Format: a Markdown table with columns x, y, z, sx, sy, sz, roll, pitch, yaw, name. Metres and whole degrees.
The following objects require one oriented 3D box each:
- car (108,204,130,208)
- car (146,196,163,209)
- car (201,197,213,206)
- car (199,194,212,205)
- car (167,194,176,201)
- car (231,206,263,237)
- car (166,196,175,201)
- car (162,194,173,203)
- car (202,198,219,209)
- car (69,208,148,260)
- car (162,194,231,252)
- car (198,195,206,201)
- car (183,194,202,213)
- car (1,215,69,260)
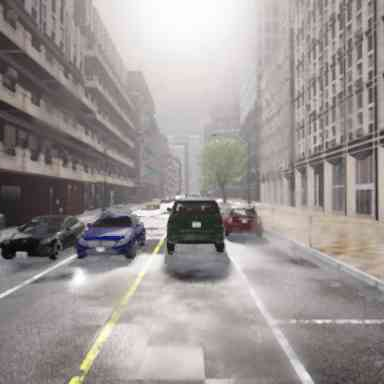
| x | y | z | sx | sy | sz | roll | pitch | yaw | name |
| --- | --- | --- | --- | --- | --- | --- | --- | --- | --- |
| -5.295 | 1.576 | 23.868 | 2.008 | 1.369 | 4.403 | 1 | 0 | 0 | car |
| -5.304 | 1.579 | 46.284 | 1.752 | 1.417 | 4.829 | 1 | 0 | 0 | car |
| 2.536 | 1.615 | 57.670 | 1.887 | 1.381 | 4.507 | 1 | 0 | 0 | car |
| 2.569 | 1.394 | 63.322 | 2.192 | 1.841 | 5.009 | 1 | 0 | 0 | car |
| -5.504 | 1.445 | 91.627 | 2.192 | 1.841 | 5.009 | 1 | 0 | 0 | car |
| 2.564 | 1.459 | 18.104 | 1.967 | 1.590 | 4.097 | 1 | 0 | 0 | car |
| -5.503 | 1.684 | 85.980 | 1.947 | 1.339 | 4.313 | 1 | 0 | 0 | car |
| -5.492 | 1.412 | 74.687 | 2.192 | 1.841 | 5.009 | 1 | 0 | 0 | car |
| 2.542 | 1.604 | 46.367 | 2.008 | 1.369 | 4.403 | 1 | 0 | 0 | car |
| -2.859 | 1.539 | 12.708 | 1.812 | 1.442 | 4.674 | 0 | 0 | 0 | car |
| 0.100 | 1.234 | 14.061 | 2.150 | 2.045 | 5.566 | 0 | 0 | -1 | car |
| 2.645 | 1.558 | 85.932 | 1.967 | 1.590 | 4.097 | 1 | 0 | 0 | car |
| 0.071 | 1.265 | 39.591 | 2.150 | 2.045 | 5.566 | 0 | 0 | 0 | car |
| -5.323 | 1.579 | 12.575 | 1.947 | 1.339 | 4.313 | 1 | 0 | 0 | car |
